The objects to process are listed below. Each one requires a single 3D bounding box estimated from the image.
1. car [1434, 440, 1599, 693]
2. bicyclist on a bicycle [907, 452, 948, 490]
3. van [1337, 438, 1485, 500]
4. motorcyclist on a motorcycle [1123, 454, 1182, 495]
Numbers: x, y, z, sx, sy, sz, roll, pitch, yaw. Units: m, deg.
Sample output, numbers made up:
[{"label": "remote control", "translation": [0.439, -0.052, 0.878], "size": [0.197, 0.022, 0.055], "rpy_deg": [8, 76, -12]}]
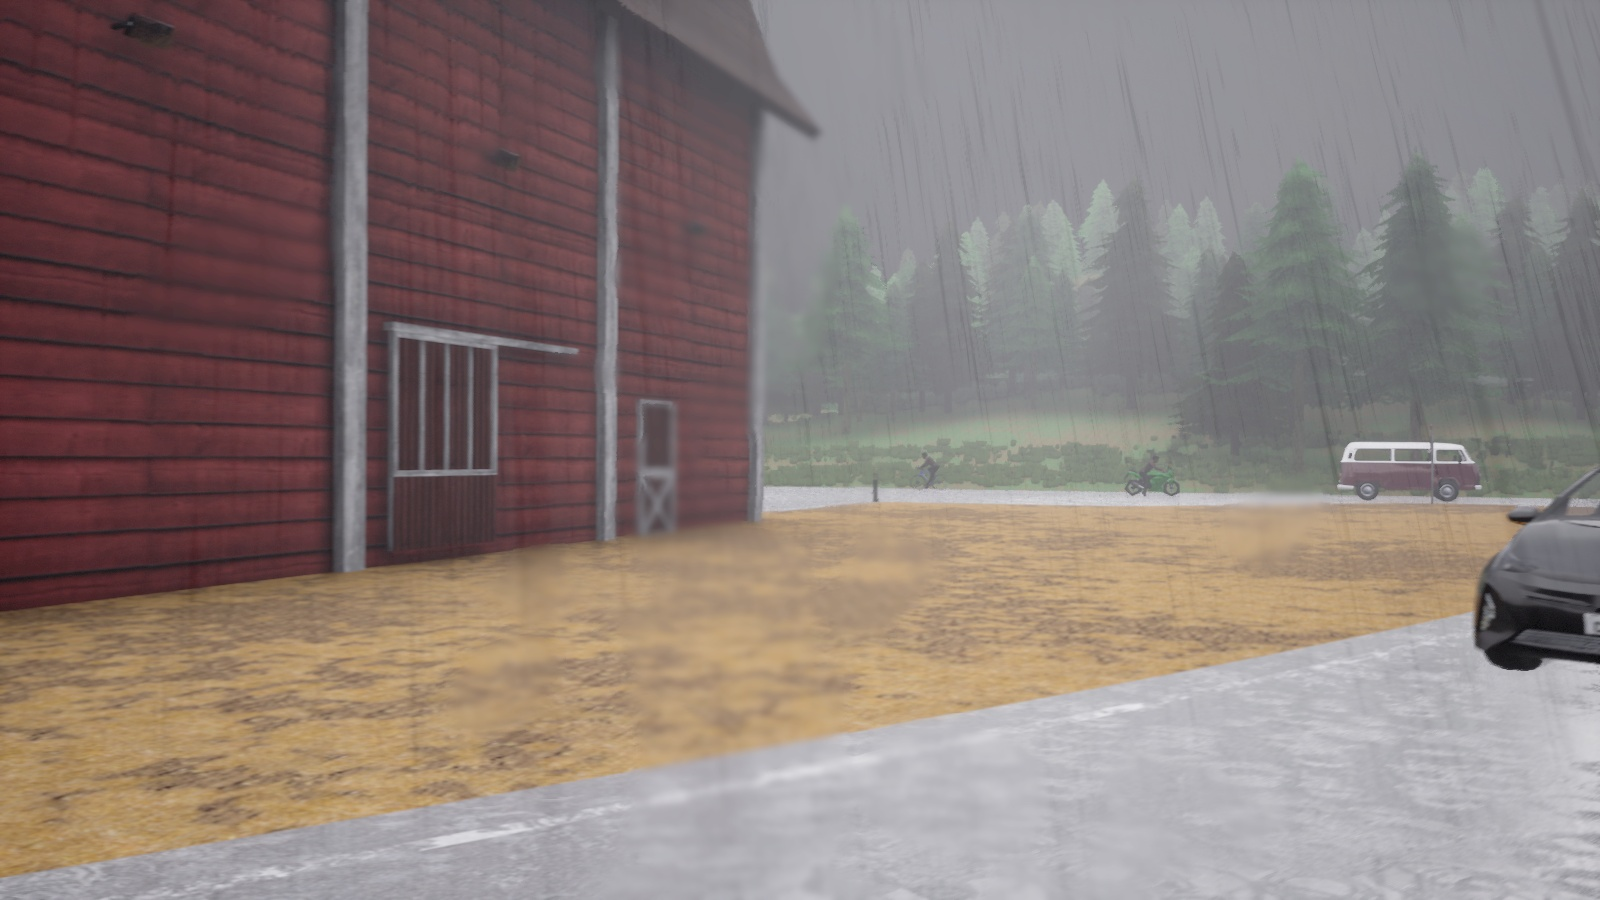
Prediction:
[{"label": "car", "translation": [6.534, 0.705, 9.078], "size": [4.514, 1.525, 2.007], "rpy_deg": [0, 0, -42]}, {"label": "bicyclist on a bicycle", "translation": [5.482, 0.914, 54.045], "size": [1.656, 1.620, 0.582], "rpy_deg": [0, 0, 23]}, {"label": "van", "translation": [21.050, 0.640, 43.477], "size": [4.480, 2.038, 2.069], "rpy_deg": [0, 0, 23]}, {"label": "motorcyclist on a motorcycle", "translation": [13.160, 0.912, 46.899], "size": [2.044, 1.523, 0.797], "rpy_deg": [0, 0, 23]}]
